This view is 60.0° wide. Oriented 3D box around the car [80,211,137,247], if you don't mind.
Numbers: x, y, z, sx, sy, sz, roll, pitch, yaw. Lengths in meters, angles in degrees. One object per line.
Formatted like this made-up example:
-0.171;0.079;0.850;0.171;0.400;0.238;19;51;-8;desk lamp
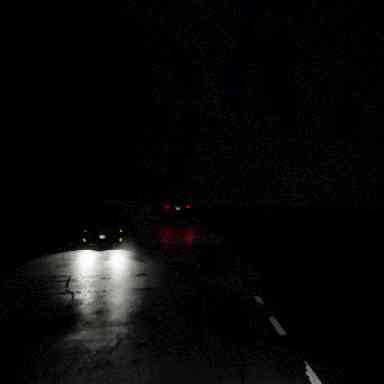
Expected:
-3.646;1.582;15.084;1.994;1.385;4.181;0;0;-4;car

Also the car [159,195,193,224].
-1.228;1.264;25.167;2.150;2.045;5.566;0;-1;-6;car

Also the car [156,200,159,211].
-3.596;1.629;42.841;1.882;1.535;5.008;0;0;-9;car
